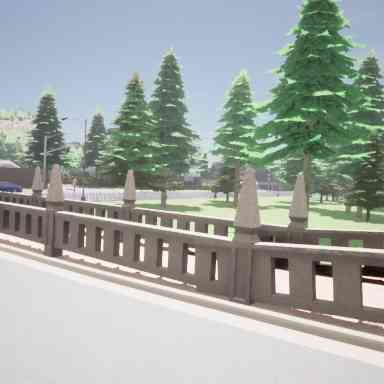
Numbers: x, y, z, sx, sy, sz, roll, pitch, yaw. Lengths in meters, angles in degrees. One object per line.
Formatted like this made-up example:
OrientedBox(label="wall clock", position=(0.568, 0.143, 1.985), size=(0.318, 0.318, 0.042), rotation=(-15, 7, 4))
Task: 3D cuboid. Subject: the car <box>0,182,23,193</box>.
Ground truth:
OrientedBox(label="car", position=(-21.376, -0.399, 36.976), size=(1.812, 1.442, 4.674), rotation=(4, 2, 37))
